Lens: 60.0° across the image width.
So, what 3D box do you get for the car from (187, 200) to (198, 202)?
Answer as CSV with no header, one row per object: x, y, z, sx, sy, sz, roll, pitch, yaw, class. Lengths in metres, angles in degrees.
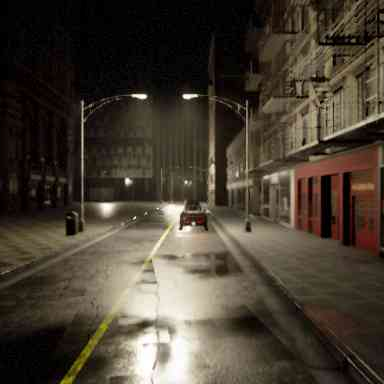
0.094,1.755,41.216,1.882,1.535,5.008,0,-1,0,car

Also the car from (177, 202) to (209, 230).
0.095,1.659,22.560,1.837,1.490,4.892,0,0,0,car
